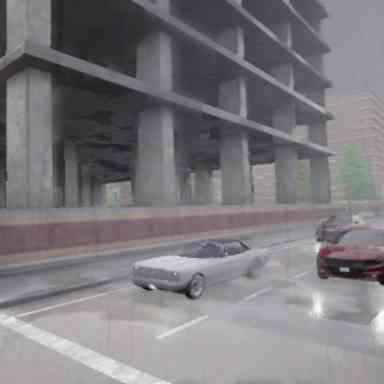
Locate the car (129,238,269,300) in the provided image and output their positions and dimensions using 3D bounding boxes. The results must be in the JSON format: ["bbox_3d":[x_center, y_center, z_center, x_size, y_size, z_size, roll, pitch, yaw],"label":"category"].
[{"bbox_3d":[0.440,2.128,10.086,1.895,1.301,4.718,-4,-4,40],"label":"car"}]

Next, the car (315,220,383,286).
[{"bbox_3d":[5.714,1.881,10.936,1.882,1.535,5.008,-4,-4,40],"label":"car"}]

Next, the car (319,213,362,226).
[{"bbox_3d":[9.393,2.161,20.787,2.097,1.767,4.553,-4,-4,40],"label":"car"}]
